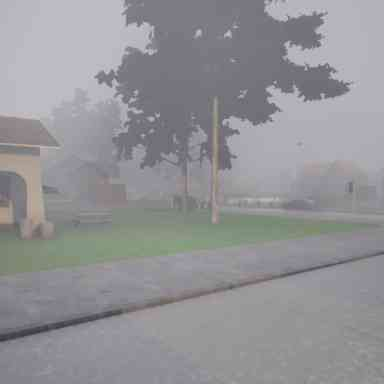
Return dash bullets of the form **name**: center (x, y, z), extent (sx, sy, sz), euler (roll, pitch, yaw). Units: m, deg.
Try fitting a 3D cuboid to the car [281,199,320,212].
- **car**: center (12.709, 1.524, 39.088), extent (1.812, 1.442, 4.674), euler (0, 0, -36)
